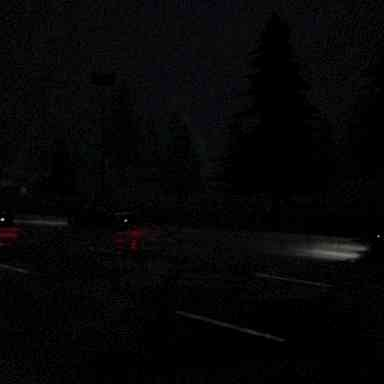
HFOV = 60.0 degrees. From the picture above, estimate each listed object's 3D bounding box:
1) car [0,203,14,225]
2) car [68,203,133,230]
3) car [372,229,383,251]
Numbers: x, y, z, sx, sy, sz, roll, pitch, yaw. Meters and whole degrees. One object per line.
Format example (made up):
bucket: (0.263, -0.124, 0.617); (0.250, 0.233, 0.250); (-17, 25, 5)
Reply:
car: (-13.972, 1.483, 22.560); (4.892, 1.490, 1.837); (0, 0, 36)
car: (-5.884, 1.476, 21.089); (4.902, 1.511, 2.128); (0, 0, 36)
car: (8.505, 1.526, 10.823); (4.674, 1.442, 1.812); (0, 0, 36)
